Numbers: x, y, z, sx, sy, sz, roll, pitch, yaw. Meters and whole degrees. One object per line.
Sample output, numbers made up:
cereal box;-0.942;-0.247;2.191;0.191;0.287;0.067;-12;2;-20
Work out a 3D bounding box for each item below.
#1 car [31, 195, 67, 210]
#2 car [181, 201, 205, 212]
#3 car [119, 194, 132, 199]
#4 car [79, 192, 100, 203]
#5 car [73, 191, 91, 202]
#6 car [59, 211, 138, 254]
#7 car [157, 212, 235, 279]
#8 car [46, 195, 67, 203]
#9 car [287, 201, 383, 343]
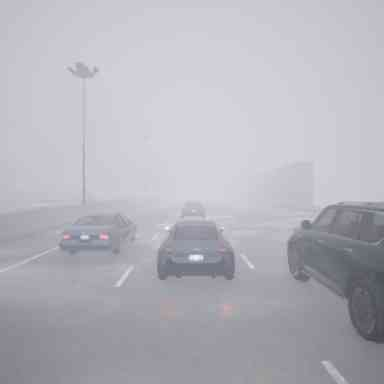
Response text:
car;-14.104;1.334;32.884;1.812;1.442;4.674;0;0;0
car;0.096;1.402;27.854;1.994;1.385;4.181;0;0;0
car;-13.679;1.097;68.847;1.837;1.490;4.892;0;0;1
car;-17.454;1.228;57.704;1.994;1.385;4.181;0;0;1
car;-20.812;0.854;63.601;2.150;2.045;5.566;0;0;2
car;-3.402;1.471;13.067;2.033;1.411;5.357;0;0;0
car;0.099;1.506;9.851;1.994;1.385;4.181;0;0;0
car;-24.394;1.250;60.004;1.895;1.301;4.718;0;0;1
car;3.600;1.183;6.504;2.150;2.045;5.566;0;0;0
